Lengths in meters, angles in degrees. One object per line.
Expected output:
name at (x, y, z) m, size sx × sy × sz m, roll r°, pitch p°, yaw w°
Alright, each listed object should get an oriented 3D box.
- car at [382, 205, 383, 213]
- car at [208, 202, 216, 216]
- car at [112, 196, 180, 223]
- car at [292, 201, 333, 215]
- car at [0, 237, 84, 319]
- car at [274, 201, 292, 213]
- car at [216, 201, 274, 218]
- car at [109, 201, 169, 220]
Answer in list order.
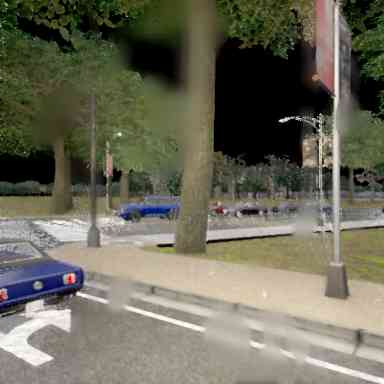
car at (24.971, 1.855, 40.428) m, size 4.674 × 1.442 × 1.812 m, roll 1°, pitch 0°, yaw -31°
car at (3.038, 1.719, 34.994) m, size 4.674 × 1.442 × 1.812 m, roll 0°, pitch 0°, yaw -31°
car at (-3.354, 1.362, 27.338) m, size 5.566 × 2.045 × 2.150 m, roll 0°, pitch 0°, yaw -31°
car at (14.045, 1.784, 37.845) m, size 4.674 × 1.442 × 1.812 m, roll 0°, pitch 0°, yaw -31°
car at (-4.415, 1.604, 6.838) m, size 4.718 × 1.301 × 1.895 m, roll 0°, pitch 0°, yaw 36°
car at (11.505, 1.817, 40.110) m, size 4.181 × 1.385 × 1.994 m, roll 0°, pitch 0°, yaw -31°
car at (5.206, 1.688, 32.510) m, size 4.902 × 1.511 × 2.128 m, roll 0°, pitch 0°, yaw -31°
car at (-4.776, 1.634, 30.273) m, size 4.902 × 1.511 × 2.128 m, roll 0°, pitch 0°, yaw -31°
